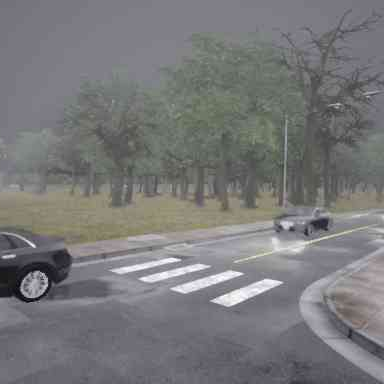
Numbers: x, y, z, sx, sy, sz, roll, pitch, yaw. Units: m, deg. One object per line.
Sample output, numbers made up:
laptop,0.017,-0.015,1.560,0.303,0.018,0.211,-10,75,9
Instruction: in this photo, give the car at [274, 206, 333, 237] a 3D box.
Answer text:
car,6.379,1.546,18.666,2.128,1.511,4.902,2,1,41

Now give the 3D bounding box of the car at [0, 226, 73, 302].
car,-4.681,1.419,6.088,1.837,1.490,4.892,1,1,41
